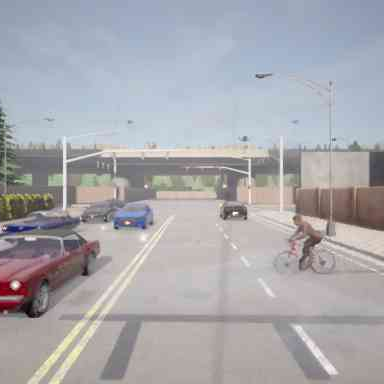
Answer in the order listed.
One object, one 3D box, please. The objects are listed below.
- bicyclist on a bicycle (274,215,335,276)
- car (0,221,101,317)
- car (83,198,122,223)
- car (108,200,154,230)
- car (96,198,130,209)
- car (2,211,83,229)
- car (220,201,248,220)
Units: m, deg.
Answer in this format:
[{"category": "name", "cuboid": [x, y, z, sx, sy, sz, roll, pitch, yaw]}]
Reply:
[{"category": "bicyclist on a bicycle", "cuboid": [3.002, 1.449, 8.907, 1.656, 1.620, 0.582, -2, 0, 0]}, {"category": "car", "cuboid": [-3.602, 1.601, 7.552, 1.895, 1.301, 4.718, 0, 0, 0]}, {"category": "car", "cuboid": [-7.046, 1.505, 25.885, 1.837, 1.490, 4.892, 0, 0, 0]}, {"category": "car", "cuboid": [-3.596, 1.477, 21.115, 1.882, 1.535, 5.008, 0, 0, 0]}, {"category": "car", "cuboid": [-10.814, 1.533, 45.724, 4.181, 1.385, 1.994, 0, 0, 18]}, {"category": "car", "cuboid": [-7.108, 1.601, 16.080, 1.895, 1.301, 4.718, 0, 0, 0]}, {"category": "car", "cuboid": [3.449, 1.477, 28.108, 1.882, 1.535, 5.008, 0, 0, 0]}]
